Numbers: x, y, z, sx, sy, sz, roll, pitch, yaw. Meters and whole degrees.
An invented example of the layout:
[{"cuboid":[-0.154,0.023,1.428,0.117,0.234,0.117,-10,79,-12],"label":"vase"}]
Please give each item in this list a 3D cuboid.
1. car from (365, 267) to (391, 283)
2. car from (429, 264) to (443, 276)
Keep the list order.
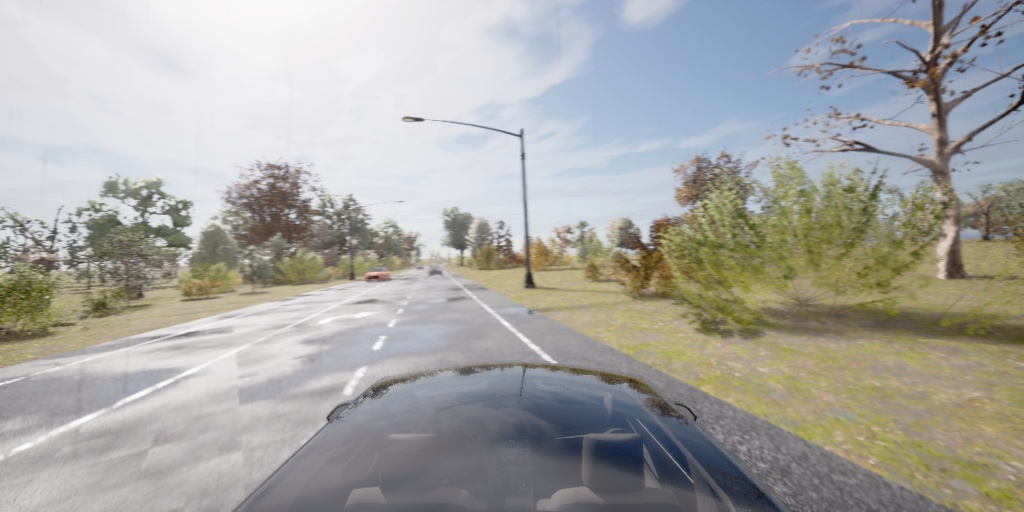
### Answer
[{"cuboid":[-15.594,2.100,41.689,2.097,1.767,4.553,-3,0,-8],"label":"car"},{"cuboid":[-10.829,2.161,50.822,1.895,1.301,4.718,-3,0,-13],"label":"car"}]
